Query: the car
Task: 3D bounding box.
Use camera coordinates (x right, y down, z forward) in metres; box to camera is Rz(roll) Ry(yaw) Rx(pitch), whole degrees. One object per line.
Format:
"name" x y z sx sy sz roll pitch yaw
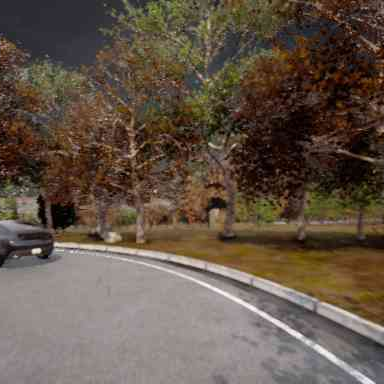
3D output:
"car" -7.187 1.861 12.636 4.892 1.490 1.837 -3 -3 36
